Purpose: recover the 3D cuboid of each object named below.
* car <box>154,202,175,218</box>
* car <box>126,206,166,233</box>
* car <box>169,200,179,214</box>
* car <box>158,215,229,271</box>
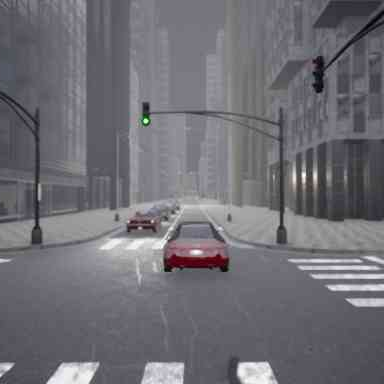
[{"bbox_3d":[-3.025,1.917,31.507,2.033,1.411,5.357,0,-1,0],"label":"car"},{"bbox_3d":[-3.048,1.857,21.855,1.895,1.301,4.718,0,-1,0],"label":"car"},{"bbox_3d":[-2.982,2.011,41.273,1.812,1.442,4.674,0,-1,0],"label":"car"},{"bbox_3d":[0.128,1.695,11.376,1.994,1.385,4.181,0,-1,0],"label":"car"}]
